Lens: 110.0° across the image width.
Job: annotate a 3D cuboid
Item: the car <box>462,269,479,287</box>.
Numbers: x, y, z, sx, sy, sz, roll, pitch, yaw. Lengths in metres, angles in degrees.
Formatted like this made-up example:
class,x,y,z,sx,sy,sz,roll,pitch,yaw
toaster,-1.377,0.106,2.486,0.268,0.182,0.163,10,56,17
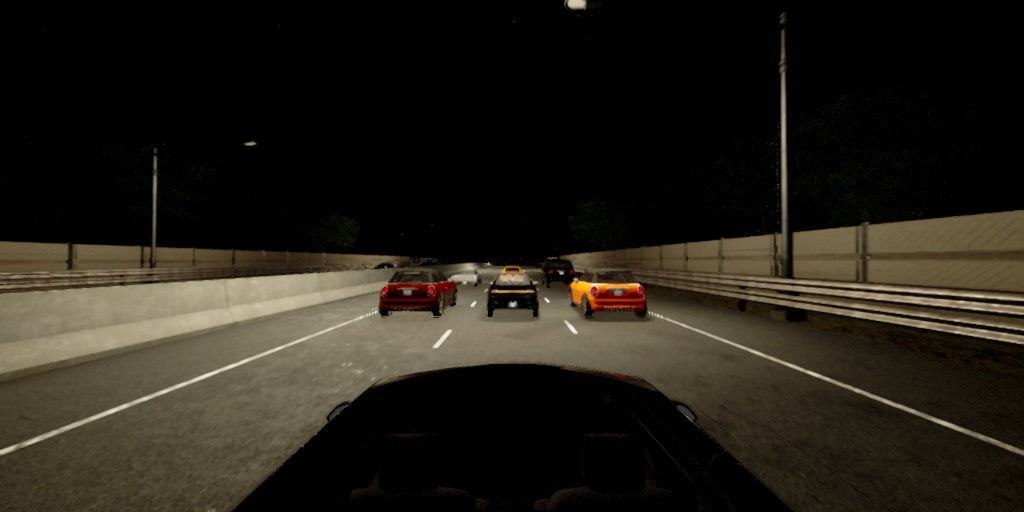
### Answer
class,x,y,z,sx,sy,sz,roll,pitch,yaw
car,-3.459,1.712,28.519,1.895,1.301,4.718,0,-1,1

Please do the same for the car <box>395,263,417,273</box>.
class,x,y,z,sx,sy,sz,roll,pitch,yaw
car,-17.532,2.016,59.535,2.128,1.511,4.902,0,-1,1

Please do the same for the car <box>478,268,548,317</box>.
class,x,y,z,sx,sy,sz,roll,pitch,yaw
car,0.047,1.410,14.126,2.128,1.511,4.902,0,-1,1

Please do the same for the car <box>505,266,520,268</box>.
class,x,y,z,sx,sy,sz,roll,pitch,yaw
car,0.057,1.612,30.297,1.882,1.535,5.008,0,0,0

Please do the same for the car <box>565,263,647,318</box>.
class,x,y,z,sx,sy,sz,roll,pitch,yaw
car,3.547,1.268,14.037,2.097,1.767,4.553,0,-1,1

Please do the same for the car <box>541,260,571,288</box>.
class,x,y,z,sx,sy,sz,roll,pitch,yaw
car,3.533,1.326,27.955,2.150,2.045,5.566,0,0,1

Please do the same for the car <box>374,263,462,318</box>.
class,x,y,z,sx,sy,sz,roll,pitch,yaw
car,-3.454,1.268,14.044,2.097,1.767,4.553,0,-1,1
